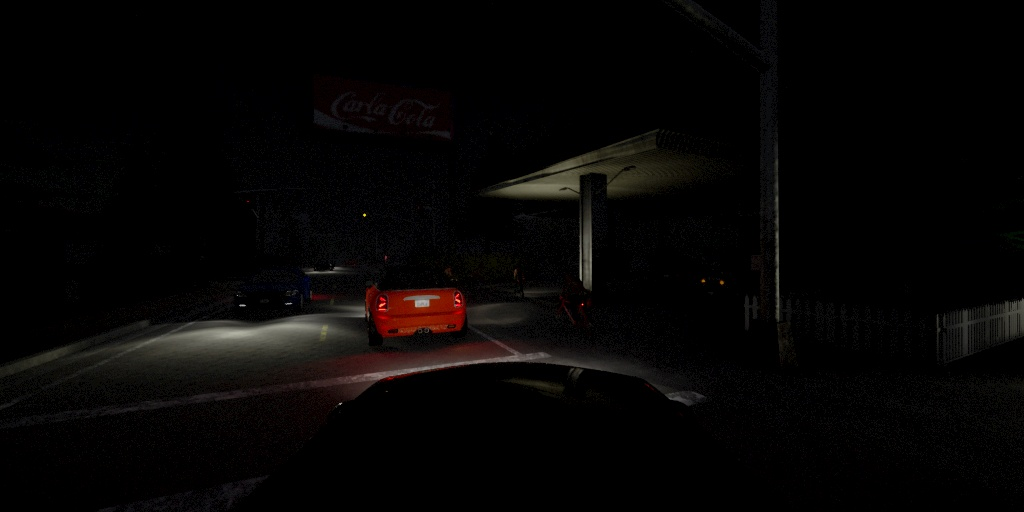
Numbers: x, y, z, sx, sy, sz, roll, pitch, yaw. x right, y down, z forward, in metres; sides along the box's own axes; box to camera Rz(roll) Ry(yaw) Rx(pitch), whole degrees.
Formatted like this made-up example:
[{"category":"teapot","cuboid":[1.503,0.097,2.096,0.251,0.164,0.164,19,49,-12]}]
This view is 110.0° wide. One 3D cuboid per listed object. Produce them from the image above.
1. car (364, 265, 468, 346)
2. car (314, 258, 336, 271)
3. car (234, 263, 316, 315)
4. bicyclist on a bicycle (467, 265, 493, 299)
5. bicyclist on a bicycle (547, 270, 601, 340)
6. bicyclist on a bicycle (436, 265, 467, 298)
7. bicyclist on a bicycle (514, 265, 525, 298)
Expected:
[{"category":"car","cuboid":[-2.722,1.013,9.456,2.097,1.767,4.553,0,0,-23]},{"category":"car","cuboid":[-24.451,1.044,46.596,2.097,1.767,4.553,0,0,-25]},{"category":"car","cuboid":[-8.797,1.171,13.542,1.882,1.535,5.008,1,-1,-24]},{"category":"bicyclist on a bicycle","cuboid":[-1.741,1.282,17.884,1.656,1.620,0.582,1,0,-23]},{"category":"bicyclist on a bicycle","cuboid":[1.504,1.185,8.866,0.582,1.620,1.656,3,-2,-44]},{"category":"bicyclist on a bicycle","cuboid":[-3.014,1.252,16.470,1.656,1.620,0.582,1,0,36]},{"category":"bicyclist on a bicycle","cuboid":[0.364,1.283,18.051,0.582,1.620,1.656,0,0,15]}]
